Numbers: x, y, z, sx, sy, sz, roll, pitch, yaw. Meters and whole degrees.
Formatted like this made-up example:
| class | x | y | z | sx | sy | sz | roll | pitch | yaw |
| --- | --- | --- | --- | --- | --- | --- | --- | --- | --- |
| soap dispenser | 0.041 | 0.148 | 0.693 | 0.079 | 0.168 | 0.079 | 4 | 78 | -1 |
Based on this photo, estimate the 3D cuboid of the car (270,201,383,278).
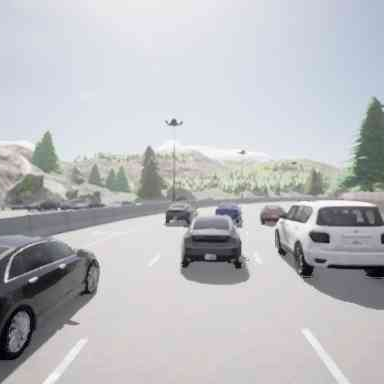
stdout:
| class | x | y | z | sx | sy | sz | roll | pitch | yaw |
| --- | --- | --- | --- | --- | --- | --- | --- | --- | --- |
| car | 4.106 | 1.282 | 10.548 | 2.150 | 2.045 | 5.566 | 0 | 0 | 5 |

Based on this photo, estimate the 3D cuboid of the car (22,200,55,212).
| class | x | y | z | sx | sy | sz | roll | pitch | yaw |
| --- | --- | --- | --- | --- | --- | --- | --- | --- | --- |
| car | -18.817 | 1.696 | 42.154 | 2.033 | 1.411 | 5.357 | 0 | 0 | 15 |

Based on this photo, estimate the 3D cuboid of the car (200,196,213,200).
| class | x | y | z | sx | sy | sz | roll | pitch | yaw |
| --- | --- | --- | --- | --- | --- | --- | --- | --- | --- |
| car | 3.070 | 1.689 | 76.806 | 1.882 | 1.535 | 5.008 | 0 | 0 | 30 |

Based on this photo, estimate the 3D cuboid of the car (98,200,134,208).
| class | x | y | z | sx | sy | sz | roll | pitch | yaw |
| --- | --- | --- | --- | --- | --- | --- | --- | --- | --- |
| car | -8.616 | 1.712 | 39.634 | 2.033 | 1.411 | 5.357 | 0 | 0 | 16 |

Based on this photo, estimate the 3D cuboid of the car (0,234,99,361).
| class | x | y | z | sx | sy | sz | roll | pitch | yaw |
| --- | --- | --- | --- | --- | --- | --- | --- | --- | --- |
| car | -3.184 | 1.527 | 5.958 | 1.837 | 1.490 | 4.892 | 0 | 0 | 3 |

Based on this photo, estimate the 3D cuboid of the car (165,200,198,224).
| class | x | y | z | sx | sy | sz | roll | pitch | yaw |
| --- | --- | --- | --- | --- | --- | --- | --- | --- | --- |
| car | -0.762 | 1.627 | 26.149 | 1.837 | 1.490 | 4.892 | 0 | 0 | 11 |

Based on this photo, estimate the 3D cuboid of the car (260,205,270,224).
| class | x | y | z | sx | sy | sz | roll | pitch | yaw |
| --- | --- | --- | --- | --- | --- | --- | --- | --- | --- |
| car | 6.367 | 1.704 | 26.136 | 1.994 | 1.385 | 4.181 | 0 | 0 | 11 |

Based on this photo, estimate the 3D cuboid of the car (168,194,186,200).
| class | x | y | z | sx | sy | sz | roll | pitch | yaw |
| --- | --- | --- | --- | --- | --- | --- | --- | --- | --- |
| car | -3.409 | 1.532 | 79.574 | 2.150 | 2.045 | 5.566 | 0 | 0 | 30 |

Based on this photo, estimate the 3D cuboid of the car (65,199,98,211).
| class | x | y | z | sx | sy | sz | roll | pitch | yaw |
| --- | --- | --- | --- | --- | --- | --- | --- | --- | --- |
| car | -12.284 | 1.701 | 39.525 | 2.033 | 1.411 | 5.357 | 0 | 0 | 15 |

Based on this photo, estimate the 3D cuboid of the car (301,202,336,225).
| class | x | y | z | sx | sy | sz | roll | pitch | yaw |
| --- | --- | --- | --- | --- | --- | --- | --- | --- | --- |
| car | 10.075 | 1.631 | 26.831 | 1.882 | 1.535 | 5.008 | 0 | 0 | 12 |

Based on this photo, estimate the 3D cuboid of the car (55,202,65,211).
| class | x | y | z | sx | sy | sz | roll | pitch | yaw |
| --- | --- | --- | --- | --- | --- | --- | --- | --- | --- |
| car | -14.944 | 1.668 | 42.846 | 1.837 | 1.490 | 4.892 | 0 | -1 | 16 |

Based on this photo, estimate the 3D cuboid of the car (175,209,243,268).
| class | x | y | z | sx | sy | sz | roll | pitch | yaw |
| --- | --- | --- | --- | --- | --- | --- | --- | --- | --- |
| car | 0.722 | 1.562 | 11.598 | 1.837 | 1.490 | 4.892 | 0 | 0 | 5 |

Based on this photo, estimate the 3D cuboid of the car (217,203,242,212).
| class | x | y | z | sx | sy | sz | roll | pitch | yaw |
| --- | --- | --- | --- | --- | --- | --- | --- | --- | --- |
| car | 3.042 | 1.615 | 27.352 | 1.882 | 1.535 | 5.008 | 0 | 0 | 11 |
